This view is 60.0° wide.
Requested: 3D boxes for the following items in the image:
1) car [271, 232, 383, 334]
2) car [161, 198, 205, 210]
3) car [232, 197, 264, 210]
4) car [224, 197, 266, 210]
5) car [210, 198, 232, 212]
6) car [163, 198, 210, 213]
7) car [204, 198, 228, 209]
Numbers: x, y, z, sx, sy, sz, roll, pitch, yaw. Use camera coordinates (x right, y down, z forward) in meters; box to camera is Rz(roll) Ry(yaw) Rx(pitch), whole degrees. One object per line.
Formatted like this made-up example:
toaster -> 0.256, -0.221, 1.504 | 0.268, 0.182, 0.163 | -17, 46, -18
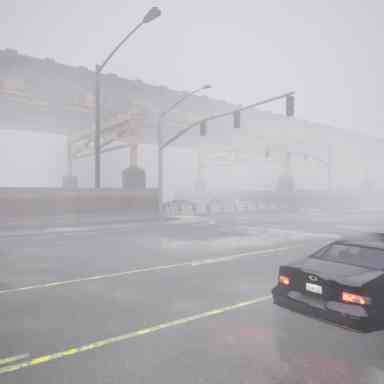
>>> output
car -> 3.937, 1.547, 6.660 | 5.357, 1.411, 2.033 | 0, 0, -36
car -> -0.900, 1.295, 35.980 | 4.536, 1.218, 1.853 | 0, 0, 7
car -> 6.690, 1.294, 42.488 | 4.536, 1.218, 1.853 | 0, 0, -8
car -> 6.742, 1.452, 42.495 | 4.974, 1.542, 2.038 | 0, 0, -8
car -> 2.869, 1.452, 38.696 | 2.038, 1.542, 4.974 | 0, 0, 17
car -> -0.848, 1.452, 35.974 | 4.974, 1.542, 2.038 | 0, 0, 7
car -> 2.885, 1.294, 38.746 | 1.853, 1.218, 4.536 | 0, 0, 17
